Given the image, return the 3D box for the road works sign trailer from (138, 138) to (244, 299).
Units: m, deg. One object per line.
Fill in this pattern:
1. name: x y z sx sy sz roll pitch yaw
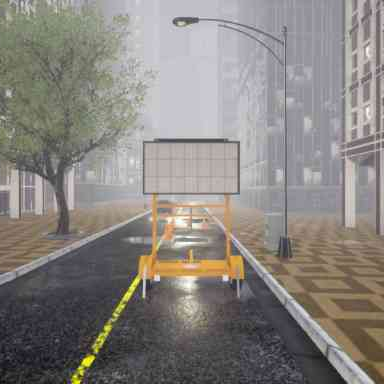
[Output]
1. road works sign trailer: -0.019 0.464 8.414 2.380 3.560 2.880 0 0 0

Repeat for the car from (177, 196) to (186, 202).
1. car: -2.670 1.680 84.843 1.812 1.442 4.674 0 0 2

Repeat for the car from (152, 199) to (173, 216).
1. car: -2.929 1.497 33.577 1.882 1.535 5.008 0 0 0
